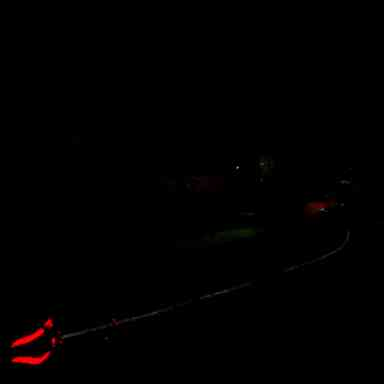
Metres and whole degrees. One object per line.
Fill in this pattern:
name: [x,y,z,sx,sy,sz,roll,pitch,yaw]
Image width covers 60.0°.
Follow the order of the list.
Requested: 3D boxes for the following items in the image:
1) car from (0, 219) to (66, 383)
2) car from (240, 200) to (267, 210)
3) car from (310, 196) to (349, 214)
car: [-3.524,1.222,1.497,5.566,2.045,2.150,0,0,-37]
car: [9.037,1.897,49.304,2.128,1.511,4.902,1,-1,-27]
car: [16.163,1.542,39.250,2.150,2.045,5.566,1,-1,-9]
